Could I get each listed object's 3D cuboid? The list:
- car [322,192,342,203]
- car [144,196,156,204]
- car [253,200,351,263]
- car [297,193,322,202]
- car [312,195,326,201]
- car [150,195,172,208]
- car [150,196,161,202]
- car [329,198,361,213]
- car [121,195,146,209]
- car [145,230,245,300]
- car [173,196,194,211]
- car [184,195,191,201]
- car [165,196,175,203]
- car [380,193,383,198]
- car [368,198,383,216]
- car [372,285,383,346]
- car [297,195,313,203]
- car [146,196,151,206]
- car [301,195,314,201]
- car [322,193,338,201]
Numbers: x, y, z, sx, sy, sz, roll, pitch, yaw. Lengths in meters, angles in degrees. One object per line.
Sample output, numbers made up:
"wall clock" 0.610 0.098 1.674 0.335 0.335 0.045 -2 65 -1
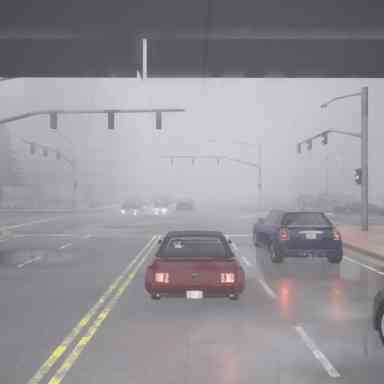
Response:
"car" 19.556 1.156 48.097 1.905 1.878 3.866 0 0 0
"car" -8.027 1.526 63.959 1.812 1.442 4.674 0 0 0
"car" 3.585 1.352 12.107 2.097 1.767 4.553 0 0 0
"car" 16.662 1.153 48.144 1.932 1.855 4.605 0 0 0
"car" 30.840 1.364 80.695 1.784 1.438 3.905 0 0 0
"car" -4.492 1.491 49.545 2.128 1.511 4.902 0 0 0
"car" -8.046 1.552 73.971 1.994 1.385 4.181 0 0 0
"car" 16.681 1.564 33.913 4.181 1.385 1.994 0 0 1
"car" -8.031 1.352 44.782 2.097 1.767 4.553 0 0 2
"car" 0.069 1.601 8.342 1.895 1.301 4.718 0 0 0
"car" -0.879 1.526 40.364 1.812 1.442 4.674 0 0 4
"car" -1.117 1.524 85.503 1.812 1.442 4.674 0 0 0
"car" -4.519 1.601 68.742 1.895 1.301 4.718 0 0 0
"car" 39.113 1.153 65.706 1.932 1.855 4.605 0 0 0
"car" 19.265 1.505 30.379 4.892 1.490 1.837 0 0 1
"car" 3.601 1.505 3.018 1.837 1.490 4.892 0 0 0
"car" 22.216 1.395 65.572 1.970 1.475 3.806 0 0 0
"car" -8.014 1.478 53.953 1.882 1.535 5.008 0 0 0
"car" 27.945 1.395 80.689 1.970 1.475 3.806 0 0 0
"car" 33.523 1.153 80.753 1.932 1.855 4.605 0 0 0
